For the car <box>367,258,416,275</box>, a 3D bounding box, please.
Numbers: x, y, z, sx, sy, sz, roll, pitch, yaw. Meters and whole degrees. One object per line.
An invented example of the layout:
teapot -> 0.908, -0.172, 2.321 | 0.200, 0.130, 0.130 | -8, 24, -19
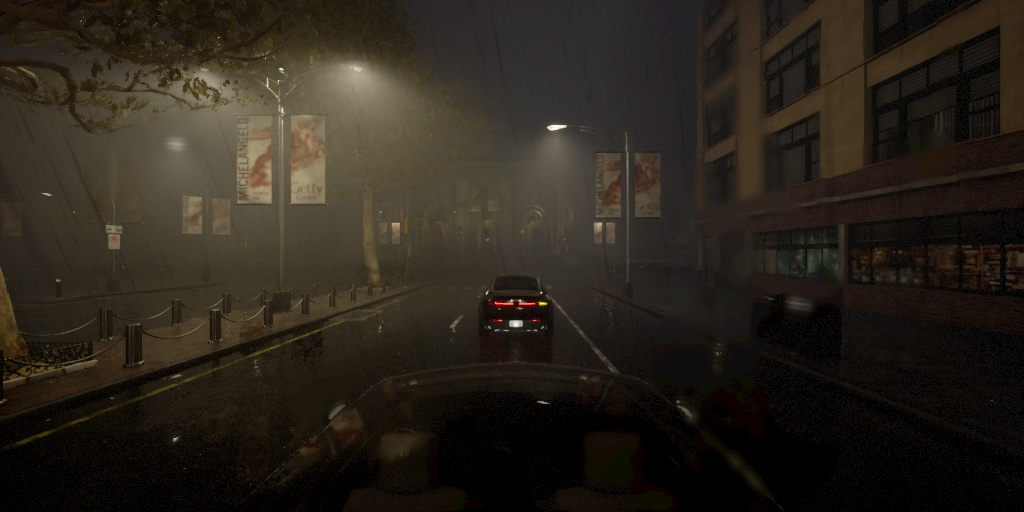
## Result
car -> -12.760, 1.102, 38.115 | 4.553, 1.767, 2.097 | 0, 0, 1

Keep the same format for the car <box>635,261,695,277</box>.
car -> 14.785, 1.241, 34.278 | 4.902, 1.511, 2.128 | 0, 0, 1

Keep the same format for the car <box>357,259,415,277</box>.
car -> -12.325, 1.227, 34.609 | 5.008, 1.535, 1.882 | 0, 0, 1

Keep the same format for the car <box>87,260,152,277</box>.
car -> -38.400, 1.314, 34.905 | 4.181, 1.385, 1.994 | 0, 0, 0

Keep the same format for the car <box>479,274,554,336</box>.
car -> 0.124, 1.255, 10.385 | 1.837, 1.490, 4.892 | 0, 0, 1

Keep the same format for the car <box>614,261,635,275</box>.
car -> 13.259, 1.255, 37.797 | 4.892, 1.490, 1.837 | 0, 0, 1

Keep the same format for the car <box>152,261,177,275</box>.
car -> -38.895, 1.227, 38.411 | 5.008, 1.535, 1.882 | 0, 0, 0

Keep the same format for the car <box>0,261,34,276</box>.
car -> -50.559, 1.252, 34.909 | 4.892, 1.490, 1.837 | 1, 0, -2
